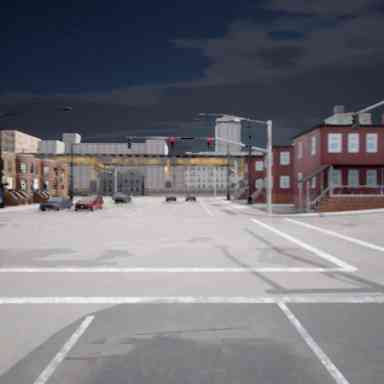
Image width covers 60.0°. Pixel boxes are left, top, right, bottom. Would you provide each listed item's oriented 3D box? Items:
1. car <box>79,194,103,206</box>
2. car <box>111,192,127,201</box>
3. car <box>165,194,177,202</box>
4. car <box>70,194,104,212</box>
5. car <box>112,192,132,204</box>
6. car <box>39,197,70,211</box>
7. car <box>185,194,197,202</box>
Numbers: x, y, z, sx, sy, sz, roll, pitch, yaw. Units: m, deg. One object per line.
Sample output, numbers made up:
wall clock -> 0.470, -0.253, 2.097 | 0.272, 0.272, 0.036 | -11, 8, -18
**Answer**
car -> -14.214, 1.059, 47.037 | 1.882, 1.535, 5.008 | 0, 1, 0
car -> -14.189, 0.841, 64.689 | 2.097, 1.767, 4.553 | 0, 1, 0
car -> -3.674, 1.069, 59.538 | 1.895, 1.301, 4.718 | 0, 1, 0
car -> -10.690, 1.167, 34.787 | 1.882, 1.535, 5.008 | 0, 1, 0
car -> -10.699, 1.085, 51.916 | 2.033, 1.411, 5.357 | 0, 0, 0
car -> -14.193, 1.234, 35.204 | 2.033, 1.411, 5.357 | 0, 1, 0
car -> -0.174, 0.994, 59.522 | 1.812, 1.442, 4.674 | 0, 1, 0
